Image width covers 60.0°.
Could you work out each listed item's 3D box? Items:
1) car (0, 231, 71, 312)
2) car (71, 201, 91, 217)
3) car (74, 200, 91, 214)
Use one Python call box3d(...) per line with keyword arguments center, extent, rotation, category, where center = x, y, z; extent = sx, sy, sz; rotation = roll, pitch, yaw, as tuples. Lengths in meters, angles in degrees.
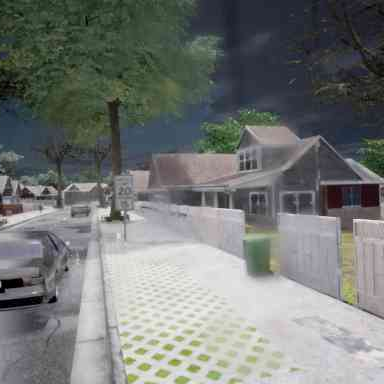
box3d(center=(-4.104, 1.671, 8.101), extent=(2.033, 1.411, 5.357), rotation=(-2, 0, -16), category="car")
box3d(center=(-12.731, 2.027, 38.001), extent=(2.128, 1.511, 4.902), rotation=(-2, -1, -16), category="car")
box3d(center=(-15.544, 2.076, 47.497), extent=(2.097, 1.767, 4.553), rotation=(-2, -1, -16), category="car")
